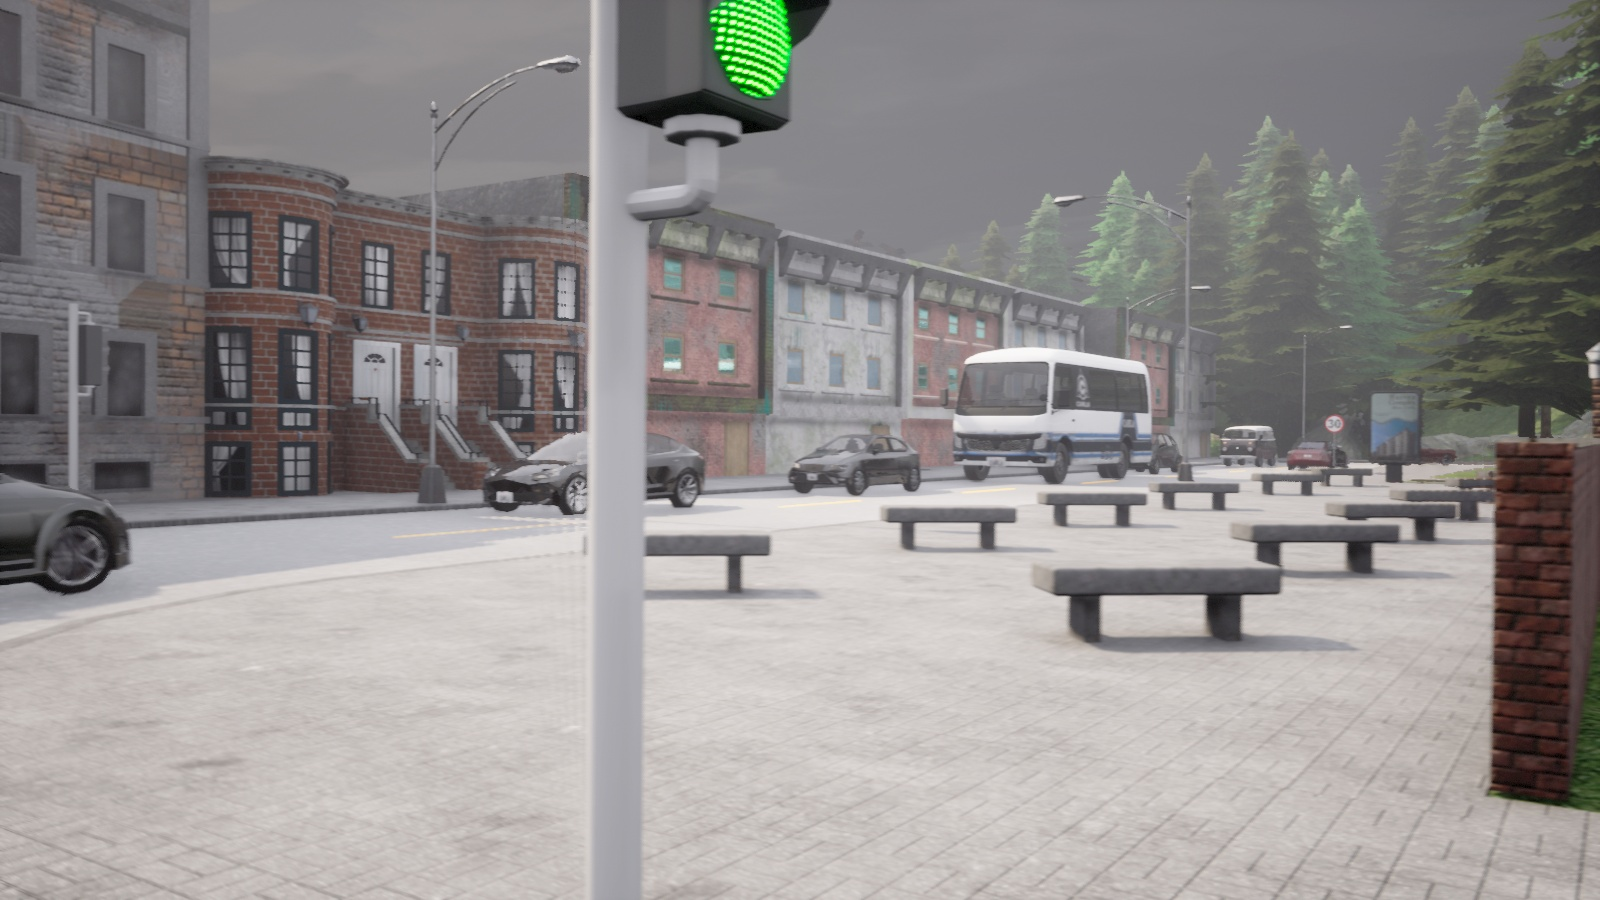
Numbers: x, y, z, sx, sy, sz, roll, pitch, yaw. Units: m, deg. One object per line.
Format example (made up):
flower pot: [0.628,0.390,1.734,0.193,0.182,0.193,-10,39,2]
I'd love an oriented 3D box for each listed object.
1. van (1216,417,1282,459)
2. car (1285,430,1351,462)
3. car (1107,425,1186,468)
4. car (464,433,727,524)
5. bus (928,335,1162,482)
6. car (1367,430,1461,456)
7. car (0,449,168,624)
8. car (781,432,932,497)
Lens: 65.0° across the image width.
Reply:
van: [22.422,-0.603,62.643,2.069,2.038,4.480,0,1,34]
car: [23.685,-0.202,57.327,1.994,1.385,4.181,0,1,34]
car: [13.725,-0.172,49.599,1.851,1.617,3.988,0,1,34]
car: [-3.671,0.444,23.472,2.163,1.488,4.792,0,1,33]
bus: [8.411,-1.289,41.628,3.944,4.253,10.273,0,1,34]
car: [33.123,-0.392,67.762,4.718,1.301,1.895,-1,1,-22]
car: [-7.505,0.725,10.108,1.994,1.385,4.181,0,1,16]
car: [1.480,0.306,31.229,1.816,1.474,4.193,0,1,34]
